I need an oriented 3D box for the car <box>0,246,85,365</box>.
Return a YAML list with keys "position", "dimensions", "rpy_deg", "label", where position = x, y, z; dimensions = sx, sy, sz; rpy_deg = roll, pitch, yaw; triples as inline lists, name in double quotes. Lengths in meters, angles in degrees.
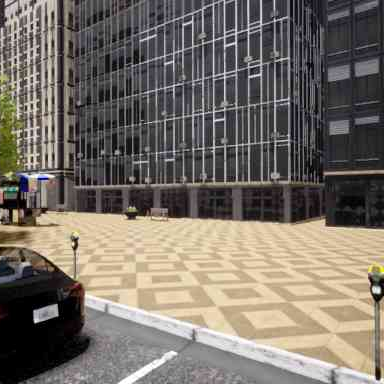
- position: [-3.531, 1.566, 5.406]
  dimensions: [4.313, 1.339, 1.947]
  rpy_deg: [0, 0, 36]
  label: "car"
